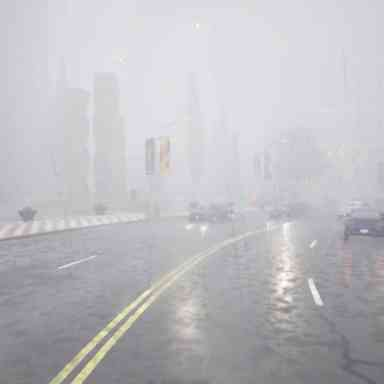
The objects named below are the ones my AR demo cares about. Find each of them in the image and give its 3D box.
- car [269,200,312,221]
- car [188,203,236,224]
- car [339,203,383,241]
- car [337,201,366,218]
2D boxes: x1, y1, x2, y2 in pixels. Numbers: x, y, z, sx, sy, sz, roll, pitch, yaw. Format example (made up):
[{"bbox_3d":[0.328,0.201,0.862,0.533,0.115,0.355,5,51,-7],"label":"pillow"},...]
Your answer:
[{"bbox_3d":[8.143,1.483,27.292,1.837,1.490,4.892,-1,-1,45],"label":"car"},{"bbox_3d":[1.535,1.544,24.688,1.994,1.385,4.181,0,0,37],"label":"car"},{"bbox_3d":[8.646,1.513,16.403,1.812,1.442,4.674,0,0,30],"label":"car"},{"bbox_3d":[13.726,1.504,27.527,4.674,1.442,1.812,0,0,-41],"label":"car"}]
